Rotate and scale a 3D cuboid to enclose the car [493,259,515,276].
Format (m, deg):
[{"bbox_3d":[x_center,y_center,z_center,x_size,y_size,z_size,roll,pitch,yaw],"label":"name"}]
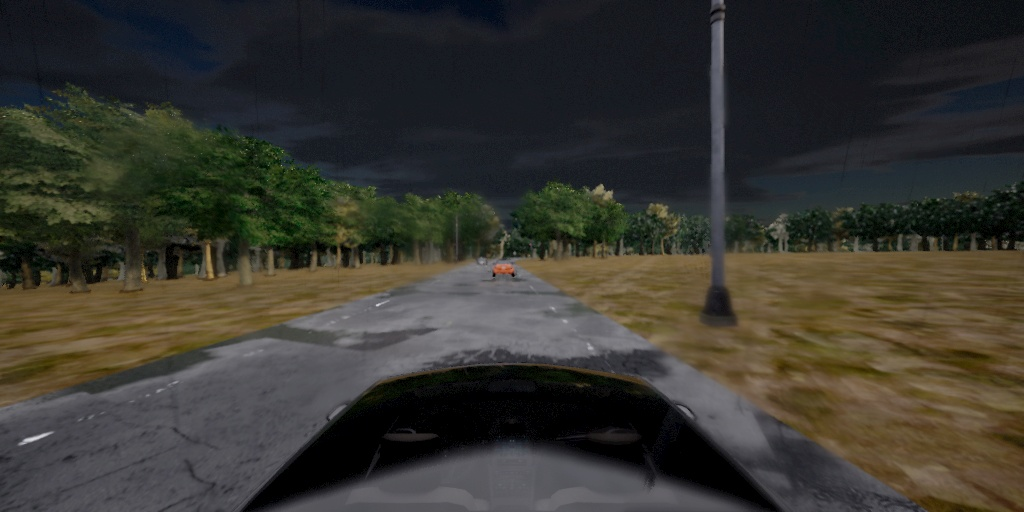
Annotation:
[{"bbox_3d":[-0.852,1.090,36.290,2.097,1.767,4.553,0,0,-2],"label":"car"}]
